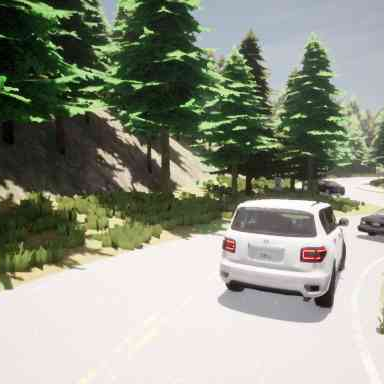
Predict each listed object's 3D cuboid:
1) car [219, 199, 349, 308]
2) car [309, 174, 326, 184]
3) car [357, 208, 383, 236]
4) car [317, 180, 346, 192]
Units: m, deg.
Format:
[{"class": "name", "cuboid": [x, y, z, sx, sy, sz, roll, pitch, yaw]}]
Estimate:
[{"class": "car", "cuboid": [2.550, 1.198, 8.361, 2.150, 2.045, 5.566, 3, 2, 27]}, {"class": "car", "cuboid": [22.058, -2.333, 58.234, 1.882, 1.535, 5.008, 3, 6, 31]}, {"class": "car", "cuboid": [10.131, 1.410, 15.809, 5.357, 1.411, 2.033, -1, 5, -32]}, {"class": "car", "cuboid": [16.071, -0.561, 38.911, 1.882, 1.535, 5.008, -1, 5, -2]}]
